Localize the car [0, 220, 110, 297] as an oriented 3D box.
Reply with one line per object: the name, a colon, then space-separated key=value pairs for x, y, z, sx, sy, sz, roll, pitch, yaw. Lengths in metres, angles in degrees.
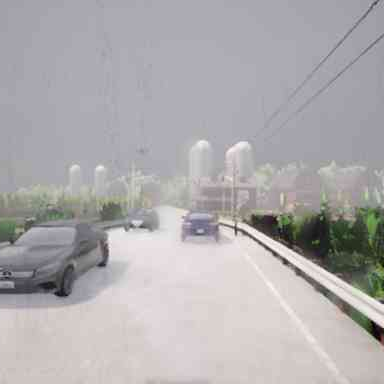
car: x=-3.461 y=1.500 z=8.627 sx=1.812 sy=1.442 sz=4.674 roll=0 pitch=0 yaw=1

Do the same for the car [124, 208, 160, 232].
car: x=-3.229 y=1.807 z=22.156 sx=2.128 sy=1.511 sz=4.902 roll=0 pitch=-2 yaw=1

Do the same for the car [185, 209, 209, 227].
car: x=0.398 y=2.390 z=30.964 sx=2.128 sy=1.511 sz=4.902 roll=0 pitch=-5 yaw=-1

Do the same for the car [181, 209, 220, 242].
car: x=0.404 y=1.669 z=17.129 sx=1.812 sy=1.442 sz=4.674 roll=0 pitch=-2 yaw=1
